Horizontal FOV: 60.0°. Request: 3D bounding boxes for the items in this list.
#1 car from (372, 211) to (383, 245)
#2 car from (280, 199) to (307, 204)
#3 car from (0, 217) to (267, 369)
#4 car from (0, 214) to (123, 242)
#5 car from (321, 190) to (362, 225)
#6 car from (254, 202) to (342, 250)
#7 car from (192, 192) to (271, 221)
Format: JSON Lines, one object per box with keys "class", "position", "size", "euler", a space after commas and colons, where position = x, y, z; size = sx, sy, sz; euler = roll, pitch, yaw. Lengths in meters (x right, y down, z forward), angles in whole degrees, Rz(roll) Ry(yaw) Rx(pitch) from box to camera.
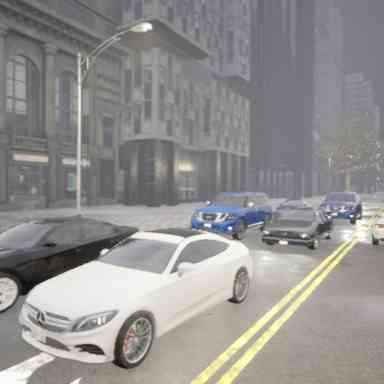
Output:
{"class": "car", "position": [8.754, 1.418, 14.003], "size": [1.812, 1.442, 4.674], "euler": [1, 1, 33]}
{"class": "car", "position": [7.673, 1.255, 24.817], "size": [1.812, 1.442, 4.674], "euler": [1, 1, 33]}
{"class": "car", "position": [-0.502, 1.432, 5.886], "size": [1.812, 1.442, 4.674], "euler": [1, 1, 35]}
{"class": "car", "position": [-3.248, 1.330, 7.627], "size": [1.882, 1.535, 5.008], "euler": [1, 1, 31]}
{"class": "car", "position": [10.398, 1.006, 23.026], "size": [2.150, 2.045, 5.566], "euler": [1, 1, 33]}
{"class": "car", "position": [4.700, 1.395, 14.077], "size": [2.033, 1.411, 5.357], "euler": [1, 1, 33]}
{"class": "car", "position": [2.136, 1.013, 16.094], "size": [2.150, 2.045, 5.566], "euler": [1, 1, 32]}
